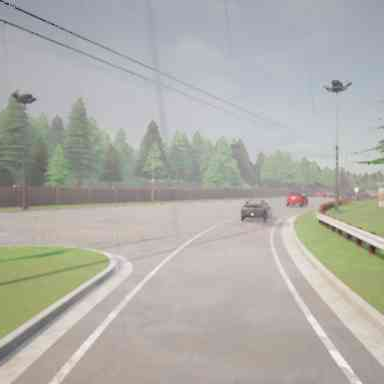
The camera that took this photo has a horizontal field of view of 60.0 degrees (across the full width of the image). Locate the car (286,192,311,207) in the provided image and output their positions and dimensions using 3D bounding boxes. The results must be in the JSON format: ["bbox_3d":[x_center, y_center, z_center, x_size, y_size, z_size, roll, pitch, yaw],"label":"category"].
[{"bbox_3d":[14.670,0.983,46.252,2.150,2.045,5.566,0,0,28],"label":"car"}]

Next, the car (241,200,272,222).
[{"bbox_3d":[4.951,1.352,25.247,2.128,1.511,4.902,0,0,19],"label":"car"}]
